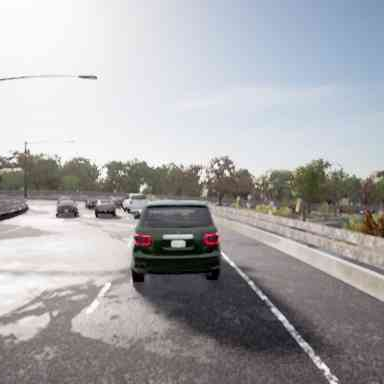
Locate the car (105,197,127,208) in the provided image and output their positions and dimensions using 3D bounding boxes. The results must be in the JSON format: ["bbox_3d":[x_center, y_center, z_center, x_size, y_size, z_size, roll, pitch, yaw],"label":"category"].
[{"bbox_3d":[-11.294,1.542,49.062,2.128,1.511,4.902,0,0,-25],"label":"car"}]

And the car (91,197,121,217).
[{"bbox_3d":[-8.413,1.525,32.134,2.128,1.511,4.902,0,0,-17],"label":"car"}]

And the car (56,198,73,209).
[{"bbox_3d":[-18.283,1.552,47.411,1.837,1.490,4.892,0,-1,-26],"label":"car"}]

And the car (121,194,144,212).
[{"bbox_3d":[-6.363,1.260,37.084,2.150,2.045,5.566,0,0,-19],"label":"car"}]

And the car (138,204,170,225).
[{"bbox_3d":[-3.059,1.628,25.633,1.895,1.301,4.718,0,0,-13],"label":"car"}]

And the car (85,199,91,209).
[{"bbox_3d":[-13.540,1.650,45.578,1.895,1.301,4.718,0,0,-24],"label":"car"}]

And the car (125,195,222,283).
[{"bbox_3d":[-0.559,1.231,9.895,2.150,2.045,5.566,0,0,-6],"label":"car"}]

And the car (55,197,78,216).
[{"bbox_3d":[-12.348,1.561,32.931,1.812,1.442,4.674,0,0,-18],"label":"car"}]
